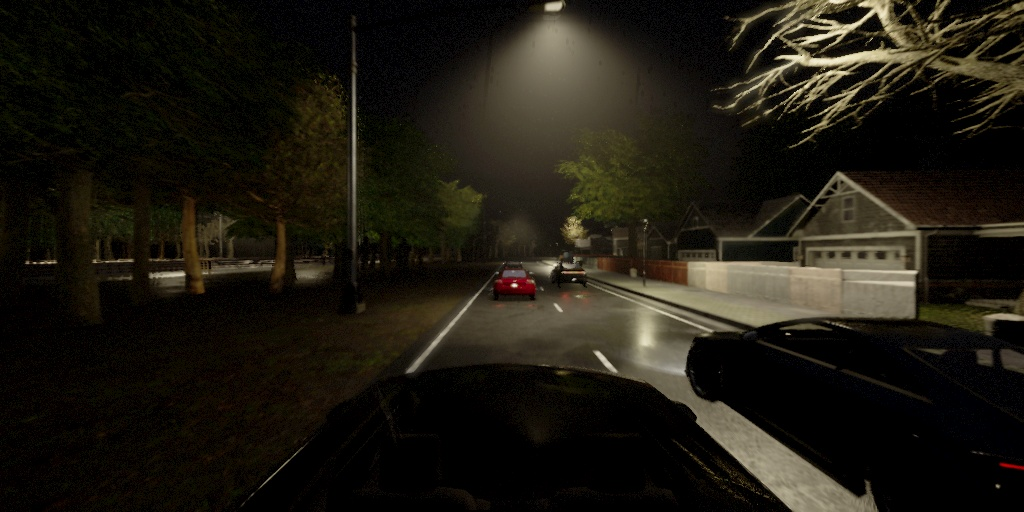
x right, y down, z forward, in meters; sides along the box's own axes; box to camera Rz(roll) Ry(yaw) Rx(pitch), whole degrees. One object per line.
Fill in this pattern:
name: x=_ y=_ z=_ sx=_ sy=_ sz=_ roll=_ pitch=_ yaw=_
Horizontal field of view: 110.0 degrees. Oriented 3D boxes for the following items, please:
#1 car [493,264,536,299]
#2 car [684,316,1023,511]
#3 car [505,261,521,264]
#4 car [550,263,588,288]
car: x=0.106 y=1.262 z=17.829 sx=1.994 sy=1.385 sz=4.181 roll=0 pitch=0 yaw=0
car: x=3.601 y=1.312 z=3.751 sx=1.994 sy=1.385 sz=4.181 roll=0 pitch=0 yaw=0
car: x=0.111 y=1.177 z=37.078 sx=1.895 sy=1.301 sz=4.718 roll=0 pitch=0 yaw=0
car: x=3.607 y=1.161 z=23.261 sx=2.128 sy=1.511 sz=4.902 roll=0 pitch=0 yaw=0
